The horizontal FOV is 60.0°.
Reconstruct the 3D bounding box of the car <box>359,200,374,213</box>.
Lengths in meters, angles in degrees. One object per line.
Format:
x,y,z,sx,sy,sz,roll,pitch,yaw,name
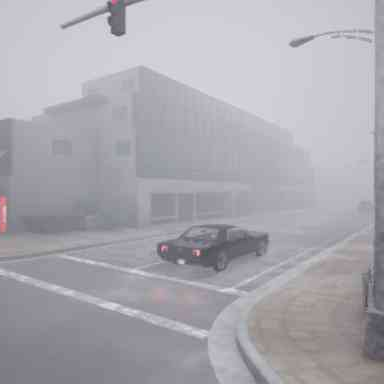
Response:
21.363,1.672,39.943,2.128,1.511,4.902,0,0,36,car

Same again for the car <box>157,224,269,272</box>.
0.996,1.782,11.690,1.895,1.301,4.718,0,0,36,car
